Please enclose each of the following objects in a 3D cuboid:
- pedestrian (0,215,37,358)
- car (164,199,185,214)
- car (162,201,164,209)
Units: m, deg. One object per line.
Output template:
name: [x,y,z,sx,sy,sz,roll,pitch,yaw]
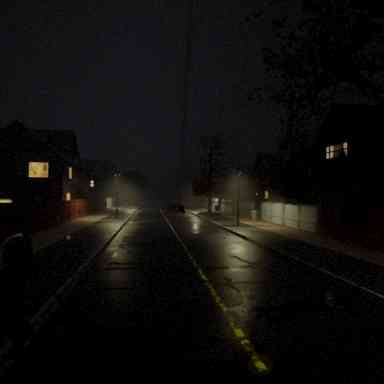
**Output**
pedestrian: [-2.265,1.148,4.260,0.375,1.860,0.375,0,0,-7]
car: [-1.991,1.727,39.272,1.882,1.535,5.008,1,0,-7]
car: [-3.630,1.860,52.346,1.837,1.490,4.892,1,-1,-7]
